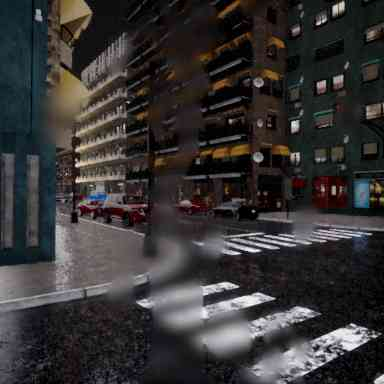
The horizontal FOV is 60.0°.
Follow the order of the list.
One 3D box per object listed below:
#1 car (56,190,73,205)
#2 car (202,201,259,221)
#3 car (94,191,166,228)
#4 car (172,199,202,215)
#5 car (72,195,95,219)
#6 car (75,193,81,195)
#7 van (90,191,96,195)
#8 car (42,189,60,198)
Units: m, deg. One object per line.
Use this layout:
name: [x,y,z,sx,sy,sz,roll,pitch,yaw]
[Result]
car: [-17.309,0.848,43.106,2.128,1.511,4.902,1,0,-36]
car: [3.070,1.353,24.871,1.947,1.339,4.313,2,0,-36]
car: [-3.724,1.034,19.975,2.192,1.841,5.009,2,0,-36]
car: [-0.206,1.289,29.376,1.802,1.307,4.206,2,0,-36]
car: [-7.006,1.183,24.480,1.887,1.381,4.507,2,0,-36]
car: [-19.860,0.769,56.409,1.887,1.381,4.507,2,0,-36]
van: [-13.304,0.726,47.399,1.690,1.788,3.998,2,0,-36]
car: [-29.681,0.300,69.926,2.192,1.841,5.009,2,0,-36]
